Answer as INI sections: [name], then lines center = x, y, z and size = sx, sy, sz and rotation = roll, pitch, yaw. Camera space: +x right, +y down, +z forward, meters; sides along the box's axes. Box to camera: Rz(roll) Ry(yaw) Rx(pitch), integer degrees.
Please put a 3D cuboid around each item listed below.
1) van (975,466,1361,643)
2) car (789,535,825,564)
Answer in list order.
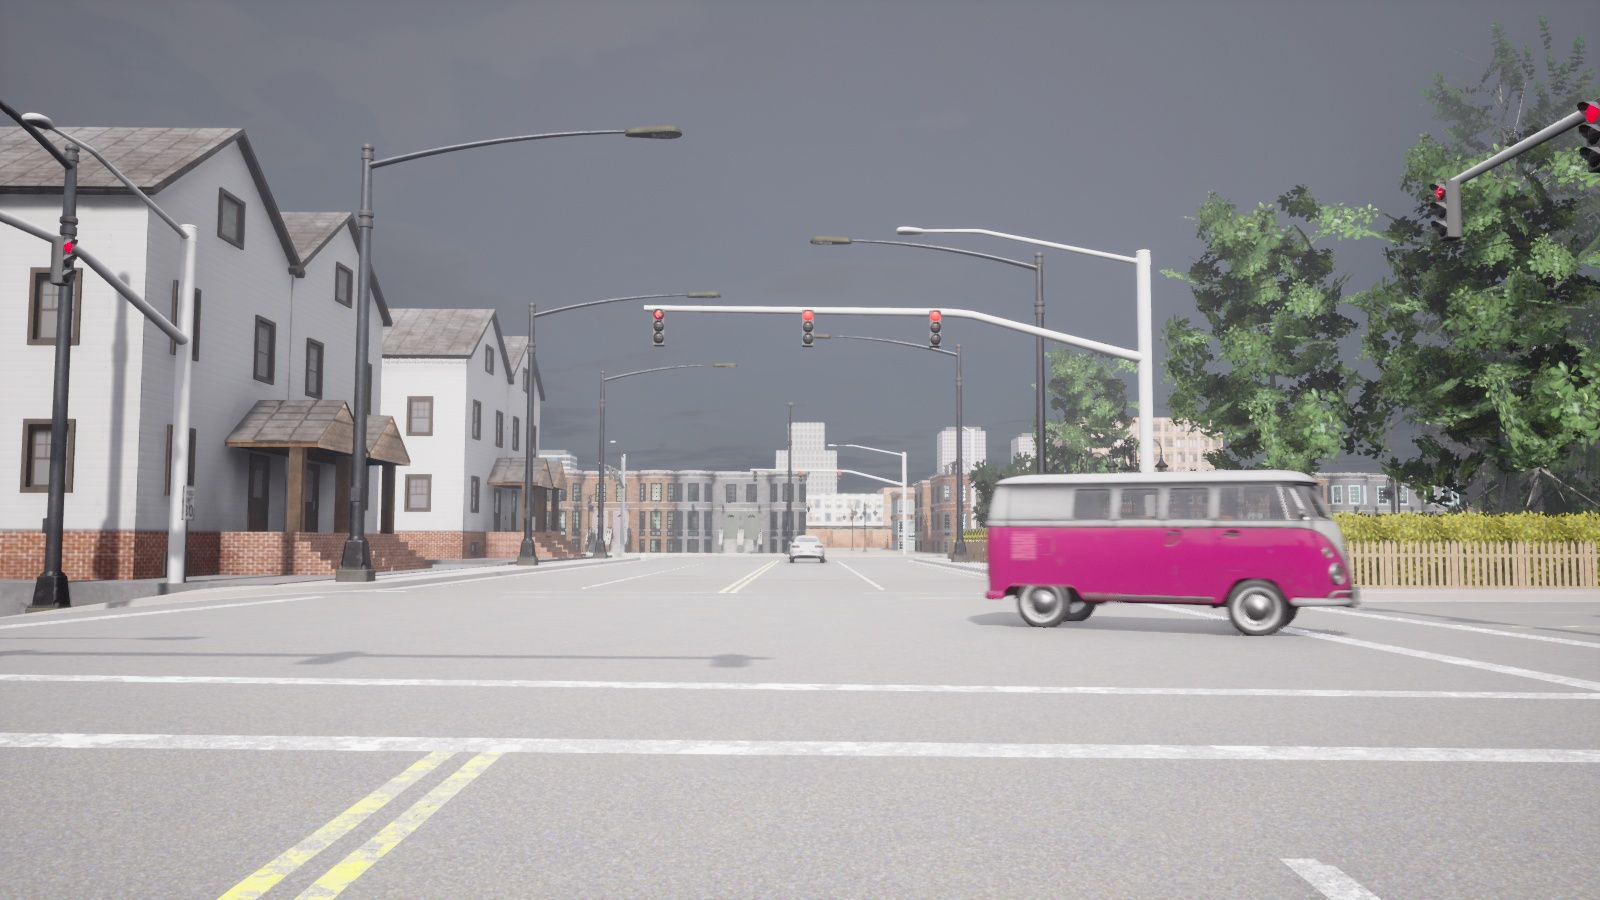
[van]
center = 4.631, 1.278, 15.933
size = 4.442, 1.987, 1.775
rotation = -1, -4, 26
[car]
center = 0.368, 5.253, 66.562
size = 1.812, 1.442, 4.674
rotation = 0, -4, 0
